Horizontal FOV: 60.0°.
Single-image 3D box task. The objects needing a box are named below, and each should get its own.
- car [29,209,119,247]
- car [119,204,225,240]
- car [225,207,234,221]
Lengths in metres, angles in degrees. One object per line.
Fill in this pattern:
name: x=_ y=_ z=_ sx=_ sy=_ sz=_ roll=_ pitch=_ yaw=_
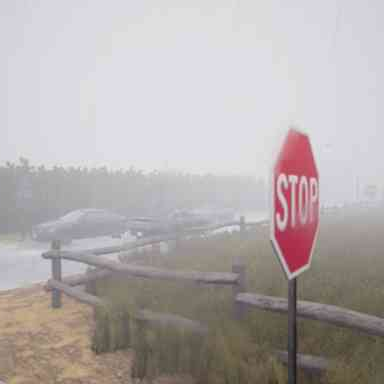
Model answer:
car: x=-5.034 y=1.530 z=15.431 sx=1.812 sy=1.442 sz=4.674 roll=0 pitch=0 yaw=36
car: x=-0.744 y=1.494 z=15.606 sx=2.128 sy=1.511 sz=4.902 roll=0 pitch=0 yaw=35
car: x=1.382 y=1.562 z=24.269 sx=1.994 sy=1.385 sz=4.181 roll=0 pitch=0 yaw=36
